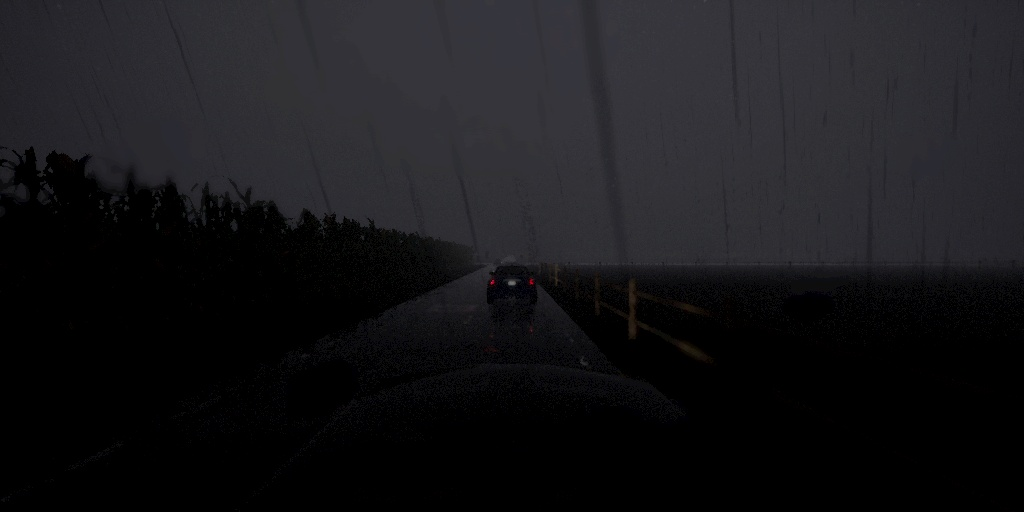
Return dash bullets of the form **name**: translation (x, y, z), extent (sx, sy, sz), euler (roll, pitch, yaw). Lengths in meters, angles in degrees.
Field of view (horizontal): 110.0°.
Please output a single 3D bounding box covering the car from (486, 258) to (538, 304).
- **car**: translation (0.000, 1.109, 16.473), extent (2.097, 1.767, 4.553), euler (0, 0, 0)
